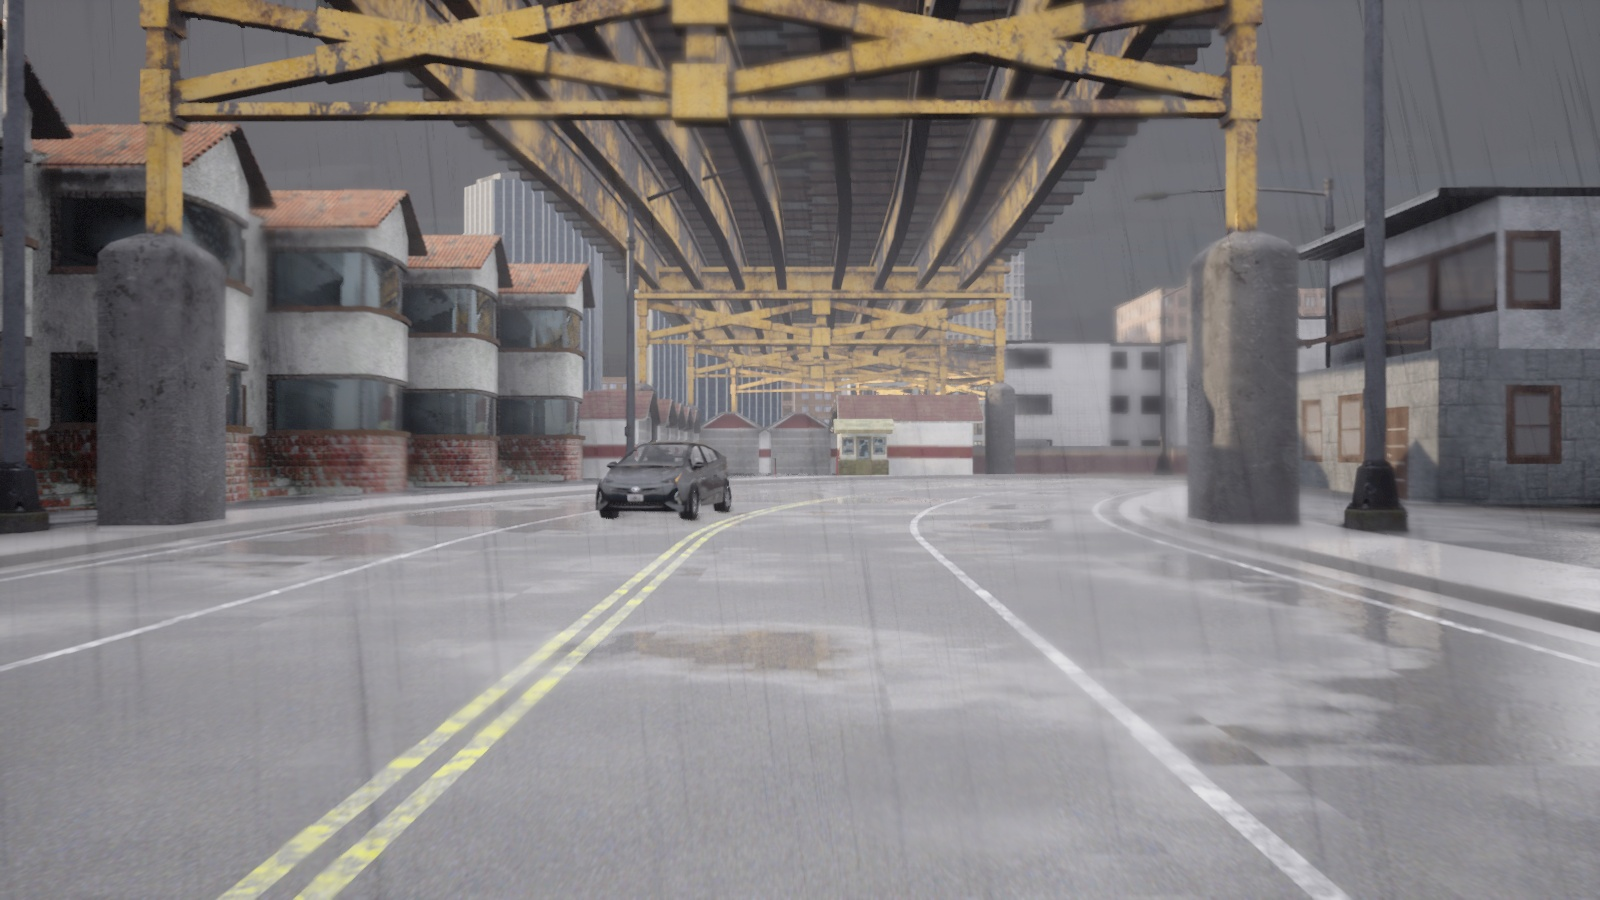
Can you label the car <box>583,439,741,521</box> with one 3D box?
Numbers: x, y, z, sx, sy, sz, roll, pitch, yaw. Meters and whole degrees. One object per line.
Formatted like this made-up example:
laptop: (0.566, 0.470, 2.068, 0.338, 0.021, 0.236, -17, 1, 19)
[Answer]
car: (-2.714, 0.551, 25.819, 2.007, 1.525, 4.514, 0, 0, 11)
